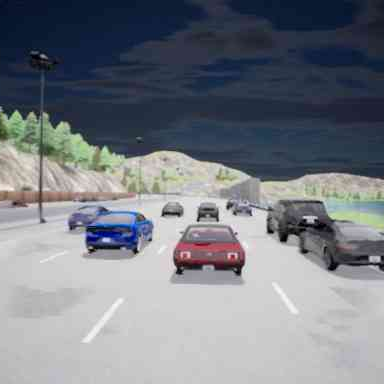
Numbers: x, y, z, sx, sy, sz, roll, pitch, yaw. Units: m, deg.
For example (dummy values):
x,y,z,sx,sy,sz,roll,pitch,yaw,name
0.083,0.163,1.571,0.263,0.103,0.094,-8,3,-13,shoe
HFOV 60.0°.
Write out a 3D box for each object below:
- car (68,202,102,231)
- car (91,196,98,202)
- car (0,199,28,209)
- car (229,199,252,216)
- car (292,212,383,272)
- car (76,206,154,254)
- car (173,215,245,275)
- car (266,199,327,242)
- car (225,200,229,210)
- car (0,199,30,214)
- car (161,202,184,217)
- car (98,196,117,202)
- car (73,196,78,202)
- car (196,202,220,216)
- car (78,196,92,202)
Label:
x,y,z,sx,sy,sz,roll,pitch,yaw,name
-6.013,1.550,20.382,1.812,1.442,4.674,1,0,3,car
-17.958,1.622,66.360,1.812,1.442,4.674,1,0,3,car
-16.297,1.459,29.364,1.812,1.442,4.674,1,0,3,car
5.349,1.777,35.951,1.812,1.442,4.674,1,0,2,car
5.018,1.649,11.237,1.812,1.442,4.674,1,0,3,car
-2.817,1.511,13.848,1.882,1.535,5.008,1,0,3,car
0.535,1.662,10.694,1.895,1.301,4.718,1,0,3,car
5.306,1.381,17.261,2.150,2.045,5.566,1,0,3,car
6.008,1.804,49.178,1.882,1.535,5.008,1,0,2,car
-19.498,1.487,35.661,1.994,1.385,4.181,1,0,3,car
-1.888,1.708,33.551,1.994,1.385,4.181,1,0,3,car
-14.779,1.603,59.785,1.837,1.490,4.892,1,2,3,car
-24.625,1.571,73.574,2.128,1.511,4.902,1,0,3,car
1.404,1.670,29.063,1.837,1.490,4.892,1,0,3,car
-21.310,1.610,69.590,2.033,1.411,5.357,1,0,3,car
